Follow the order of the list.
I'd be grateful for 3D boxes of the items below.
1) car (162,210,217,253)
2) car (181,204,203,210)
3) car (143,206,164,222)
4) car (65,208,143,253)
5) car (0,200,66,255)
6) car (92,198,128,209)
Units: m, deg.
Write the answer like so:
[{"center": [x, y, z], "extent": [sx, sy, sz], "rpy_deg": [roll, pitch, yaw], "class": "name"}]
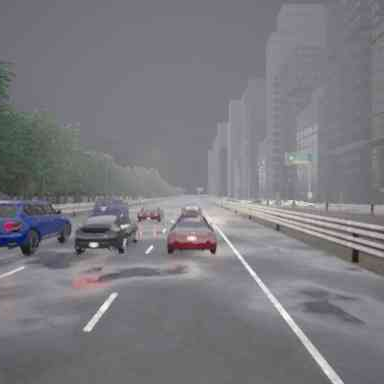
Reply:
[{"center": [-0.002, 1.701, 14.272], "extent": [1.994, 1.385, 4.181], "rpy_deg": [0, -1, 0], "class": "car"}, {"center": [-0.008, 1.820, 29.367], "extent": [1.812, 1.442, 4.674], "rpy_deg": [0, 0, 0], "class": "car"}, {"center": [-3.510, 1.892, 29.099], "extent": [1.895, 1.301, 4.718], "rpy_deg": [0, -1, 0], "class": "car"}, {"center": [-3.503, 1.645, 14.287], "extent": [1.837, 1.490, 4.892], "rpy_deg": [0, 0, 0], "class": "car"}, {"center": [-7.004, 1.350, 14.013], "extent": [2.150, 2.045, 5.566], "rpy_deg": [0, 0, 0], "class": "car"}, {"center": [-7.010, 1.507, 29.015], "extent": [2.150, 2.045, 5.566], "rpy_deg": [0, 0, 0], "class": "car"}]
